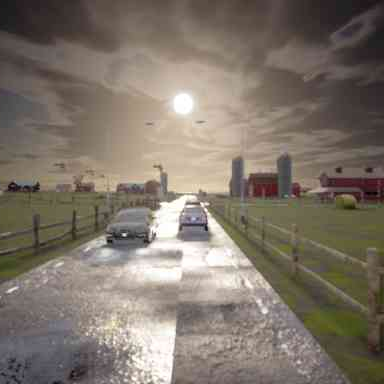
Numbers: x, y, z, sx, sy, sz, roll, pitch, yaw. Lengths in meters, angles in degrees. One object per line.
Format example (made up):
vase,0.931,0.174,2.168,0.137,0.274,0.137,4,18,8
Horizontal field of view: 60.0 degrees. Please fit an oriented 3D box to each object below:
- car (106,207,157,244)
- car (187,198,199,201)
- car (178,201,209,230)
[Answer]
car,-2.754,1.515,16.014,1.837,1.490,4.892,0,0,0
car,0.098,1.501,40.700,1.882,1.535,5.008,0,0,0
car,0.081,1.559,21.137,2.033,1.411,5.357,0,0,0
